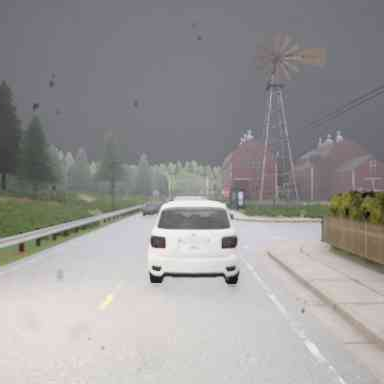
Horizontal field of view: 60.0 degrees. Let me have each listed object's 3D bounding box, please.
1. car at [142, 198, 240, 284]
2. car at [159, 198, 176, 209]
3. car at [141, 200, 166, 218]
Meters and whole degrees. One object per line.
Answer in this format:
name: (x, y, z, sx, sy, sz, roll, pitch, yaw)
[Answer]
car: (0.078, 1.246, 9.753, 2.150, 2.045, 5.566, 0, 0, 1)
car: (-3.553, 1.618, 49.587, 2.128, 1.511, 4.902, 0, 0, 0)
car: (-3.627, 1.578, 32.080, 1.837, 1.490, 4.892, 0, 0, 0)
